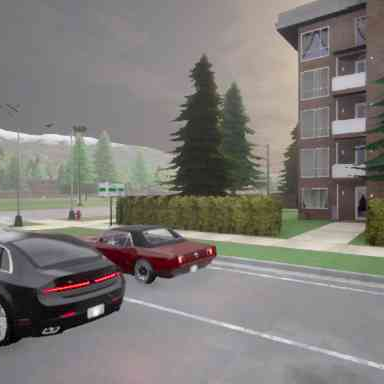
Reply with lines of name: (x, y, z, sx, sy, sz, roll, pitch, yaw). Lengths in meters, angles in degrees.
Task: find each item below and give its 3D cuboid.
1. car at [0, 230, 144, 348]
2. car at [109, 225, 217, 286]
car: (-3.385, 1.506, 6.356, 4.892, 1.490, 1.837, 0, 0, 36)
car: (-1.750, 1.601, 9.491, 4.718, 1.301, 1.895, 0, 0, 36)
